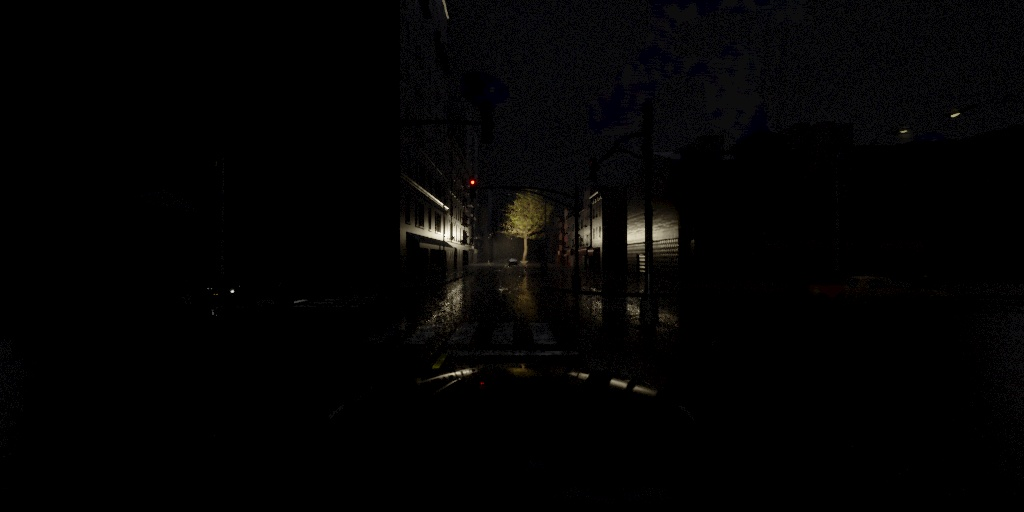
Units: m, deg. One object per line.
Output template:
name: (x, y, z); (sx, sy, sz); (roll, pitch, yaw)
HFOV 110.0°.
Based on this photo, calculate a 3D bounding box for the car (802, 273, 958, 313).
car: (13.904, 1.345, 13.654); (4.829, 1.417, 1.751); (0, 0, 0)

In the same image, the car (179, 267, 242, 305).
car: (-13.757, 1.178, 14.542); (4.892, 1.490, 1.837); (0, 0, 0)
